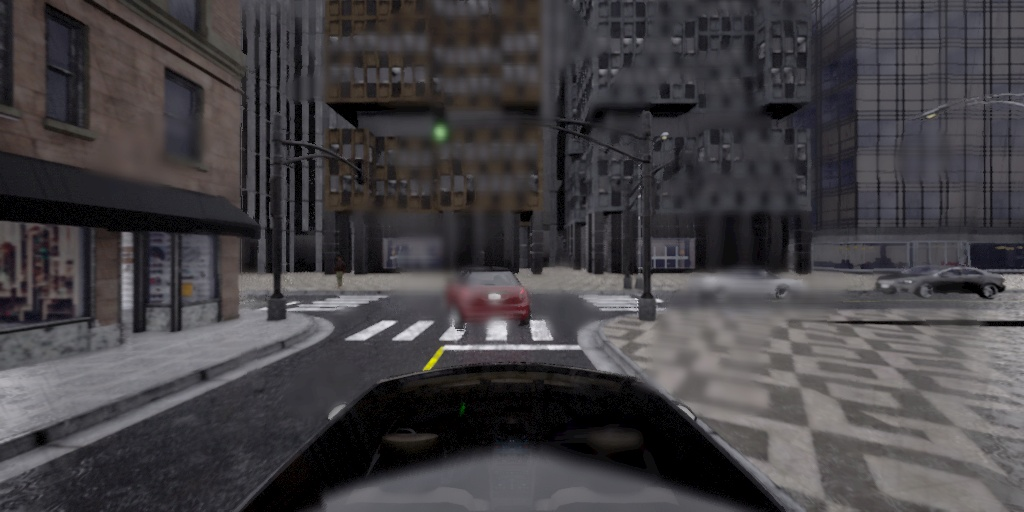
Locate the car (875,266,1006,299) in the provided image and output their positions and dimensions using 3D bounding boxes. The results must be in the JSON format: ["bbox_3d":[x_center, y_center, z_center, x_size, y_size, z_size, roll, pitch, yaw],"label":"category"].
[{"bbox_3d":[20.486,1.234,17.301,4.902,1.511,2.128,0,0,1],"label":"car"}]

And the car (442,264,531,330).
[{"bbox_3d":[-0.992,1.114,11.504,2.097,1.767,4.553,0,0,-16],"label":"car"}]

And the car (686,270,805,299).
[{"bbox_3d":[11.142,1.355,17.379,4.718,1.301,1.895,0,0,1],"label":"car"}]

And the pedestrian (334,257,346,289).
[{"bbox_3d":[-9.900,0.928,20.590,0.375,1.860,0.375,0,0,0],"label":"pedestrian"}]
